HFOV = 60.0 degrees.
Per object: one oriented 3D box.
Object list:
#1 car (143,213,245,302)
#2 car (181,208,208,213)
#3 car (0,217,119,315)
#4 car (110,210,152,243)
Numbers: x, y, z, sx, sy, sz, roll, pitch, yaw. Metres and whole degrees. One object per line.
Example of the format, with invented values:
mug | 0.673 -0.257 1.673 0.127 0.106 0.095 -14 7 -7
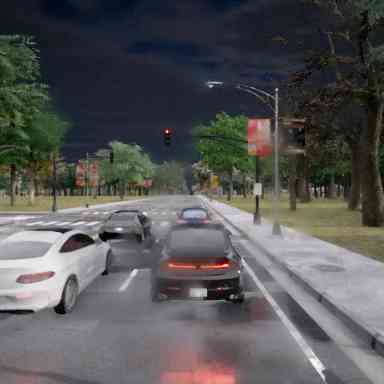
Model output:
car | 0.117 1.505 8.212 1.837 1.490 4.892 0 0 0
car | 0.134 1.527 17.283 1.812 1.442 4.674 0 0 0
car | -3.136 1.526 7.447 1.812 1.442 4.674 0 0 0
car | -3.118 1.565 16.209 1.994 1.385 4.181 0 0 0
